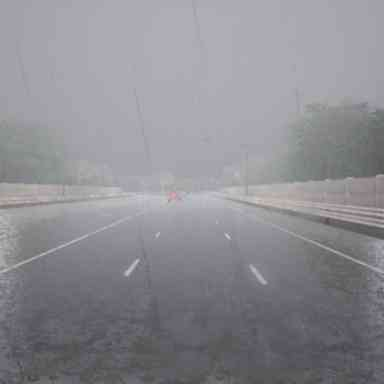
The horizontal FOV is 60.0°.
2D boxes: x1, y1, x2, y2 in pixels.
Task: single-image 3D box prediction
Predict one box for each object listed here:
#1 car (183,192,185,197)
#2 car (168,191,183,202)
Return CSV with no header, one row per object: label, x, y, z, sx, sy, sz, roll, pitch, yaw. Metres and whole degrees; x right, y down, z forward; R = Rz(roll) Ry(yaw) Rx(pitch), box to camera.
car,-3.467,1.241,82.508,1.895,1.301,4.718,0,0,0
car,-3.473,0.836,66.222,2.150,2.045,5.566,0,0,0
